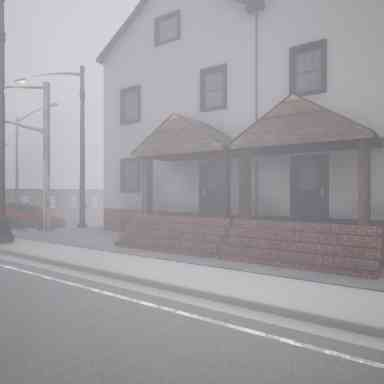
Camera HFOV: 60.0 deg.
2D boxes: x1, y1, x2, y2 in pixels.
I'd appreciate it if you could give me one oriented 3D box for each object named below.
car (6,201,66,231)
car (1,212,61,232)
[{"bbox_3d":[-12.365,1.950,25.210,2.150,2.045,5.566,0,-8,35],"label":"car"},{"bbox_3d":[-14.101,2.655,29.350,1.994,1.385,4.181,0,-9,36],"label":"car"}]
